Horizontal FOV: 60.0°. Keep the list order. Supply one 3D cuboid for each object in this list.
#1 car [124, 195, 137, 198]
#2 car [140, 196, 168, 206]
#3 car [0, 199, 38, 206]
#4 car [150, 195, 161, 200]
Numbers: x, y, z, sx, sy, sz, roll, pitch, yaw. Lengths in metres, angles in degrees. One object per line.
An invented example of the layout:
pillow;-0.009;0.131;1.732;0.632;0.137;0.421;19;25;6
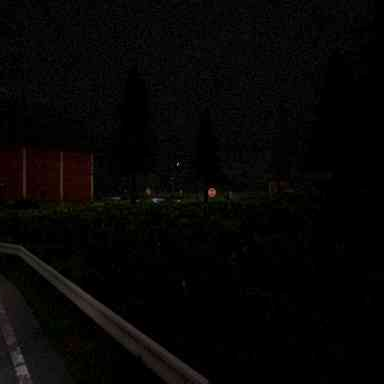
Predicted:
car;-16.622;1.529;89.716;1.816;1.474;4.193;0;0;33
car;-6.330;1.502;55.549;1.882;1.535;5.008;0;0;34
car;-19.055;1.551;36.265;1.812;1.442;4.674;0;0;33
car;-4.917;1.589;51.217;1.994;1.385;4.181;0;0;34
